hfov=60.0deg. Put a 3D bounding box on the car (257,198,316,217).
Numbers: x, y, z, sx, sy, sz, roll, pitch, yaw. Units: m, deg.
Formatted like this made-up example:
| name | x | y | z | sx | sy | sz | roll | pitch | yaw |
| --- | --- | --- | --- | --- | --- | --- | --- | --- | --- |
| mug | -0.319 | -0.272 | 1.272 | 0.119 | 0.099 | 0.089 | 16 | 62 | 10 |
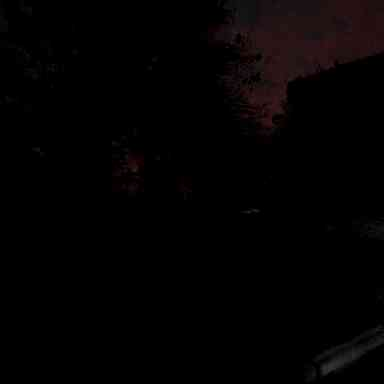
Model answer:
| name | x | y | z | sx | sy | sz | roll | pitch | yaw |
| --- | --- | --- | --- | --- | --- | --- | --- | --- | --- |
| car | 7.609 | 1.112 | 27.017 | 1.837 | 1.490 | 4.892 | 2 | 1 | -43 |
